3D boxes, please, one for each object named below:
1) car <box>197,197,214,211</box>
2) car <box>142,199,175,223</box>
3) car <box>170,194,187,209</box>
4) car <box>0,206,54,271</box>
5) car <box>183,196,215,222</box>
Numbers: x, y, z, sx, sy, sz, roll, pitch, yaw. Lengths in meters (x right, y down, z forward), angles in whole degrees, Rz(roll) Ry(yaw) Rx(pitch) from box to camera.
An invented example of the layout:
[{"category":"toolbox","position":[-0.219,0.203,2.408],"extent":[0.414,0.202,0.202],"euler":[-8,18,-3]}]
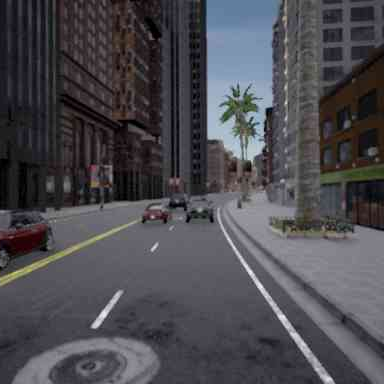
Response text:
[{"category":"car","position":[1.782,1.491,41.586],"extent":[1.837,1.490,4.892],"euler":[0,1,6]},{"category":"car","position":[-2.629,1.564,25.541],"extent":[1.812,1.442,4.674],"euler":[0,0,3]},{"category":"car","position":[-1.485,1.228,41.598],"extent":[2.150,2.045,5.566],"euler":[0,0,5]},{"category":"car","position":[-6.489,1.405,11.099],"extent":[2.097,1.767,4.553],"euler":[0,0,1]},{"category":"car","position":[0.685,1.370,26.619],"extent":[2.097,1.767,4.553],"euler":[0,0,3]}]
